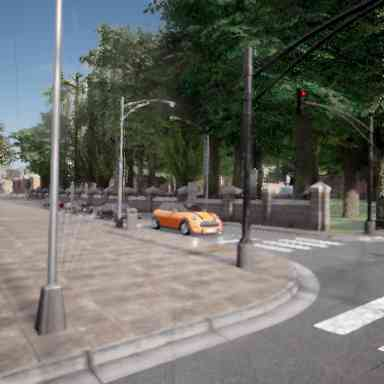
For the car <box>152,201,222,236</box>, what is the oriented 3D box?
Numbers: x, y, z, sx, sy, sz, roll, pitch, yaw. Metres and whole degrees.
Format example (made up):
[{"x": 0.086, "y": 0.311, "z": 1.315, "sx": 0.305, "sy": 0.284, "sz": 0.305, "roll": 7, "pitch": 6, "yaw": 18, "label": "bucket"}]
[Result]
[{"x": -0.357, "y": 1.346, "z": 18.578, "sx": 2.097, "sy": 1.767, "sz": 4.553, "roll": 2, "pitch": -1, "yaw": -36, "label": "car"}]

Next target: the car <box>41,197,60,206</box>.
[{"x": -23.962, "y": 1.577, "z": 56.317, "sx": 1.895, "sy": 1.301, "sz": 4.718, "roll": 2, "pitch": -1, "yaw": -36, "label": "car"}]

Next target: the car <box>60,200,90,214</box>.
[{"x": -11.724, "y": 1.549, "z": 34.318, "sx": 1.994, "sy": 1.385, "sz": 4.181, "roll": 2, "pitch": -1, "yaw": -37, "label": "car"}]

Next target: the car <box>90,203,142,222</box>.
[{"x": -5.899, "y": 1.537, "z": 26.237, "sx": 2.033, "sy": 1.411, "sz": 5.357, "roll": 2, "pitch": -1, "yaw": -36, "label": "car"}]

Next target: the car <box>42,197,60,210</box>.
[{"x": -17.620, "y": 1.576, "z": 42.557, "sx": 1.895, "sy": 1.301, "sz": 4.718, "roll": 2, "pitch": -1, "yaw": -35, "label": "car"}]
